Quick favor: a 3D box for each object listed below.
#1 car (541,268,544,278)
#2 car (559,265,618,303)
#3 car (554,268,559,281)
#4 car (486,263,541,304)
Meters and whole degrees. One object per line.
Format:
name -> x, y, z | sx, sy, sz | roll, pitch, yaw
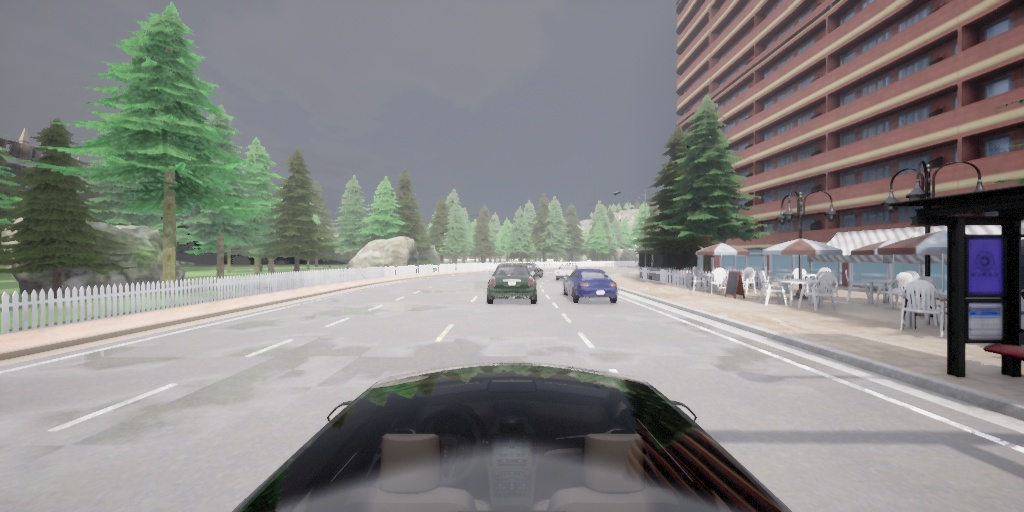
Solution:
car -> 1.439, 1.313, 30.891 | 2.033, 1.411, 5.357 | 0, 0, 16
car -> 3.500, 1.283, 16.500 | 1.812, 1.442, 4.674 | 0, 0, 0
car -> 4.817, 1.366, 29.975 | 1.895, 1.301, 4.718 | 0, 0, 16
car -> 0.000, 1.116, 16.470 | 2.097, 1.767, 4.553 | 0, 0, 0
